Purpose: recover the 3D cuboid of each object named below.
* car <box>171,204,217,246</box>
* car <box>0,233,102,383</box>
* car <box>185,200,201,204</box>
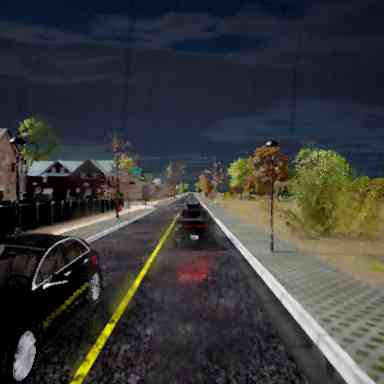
[{"bbox_3d":[0.107,1.530,15.490,1.837,1.490,4.892,0,0,0],"label":"car"},{"bbox_3d":[-2.849,1.513,5.350,1.837,1.490,4.892,0,0,0],"label":"car"},{"bbox_3d":[0.112,1.542,32.495,2.128,1.511,4.902,0,0,0],"label":"car"}]
